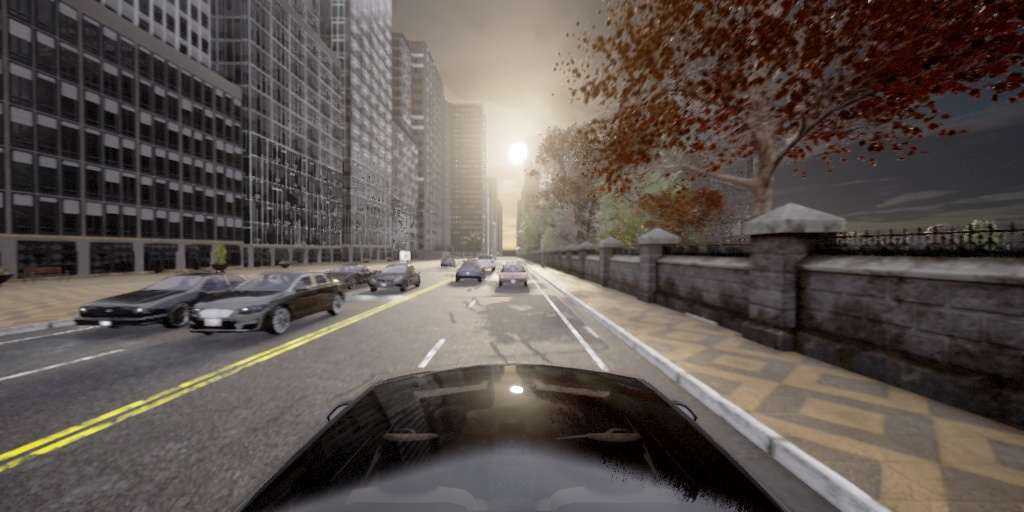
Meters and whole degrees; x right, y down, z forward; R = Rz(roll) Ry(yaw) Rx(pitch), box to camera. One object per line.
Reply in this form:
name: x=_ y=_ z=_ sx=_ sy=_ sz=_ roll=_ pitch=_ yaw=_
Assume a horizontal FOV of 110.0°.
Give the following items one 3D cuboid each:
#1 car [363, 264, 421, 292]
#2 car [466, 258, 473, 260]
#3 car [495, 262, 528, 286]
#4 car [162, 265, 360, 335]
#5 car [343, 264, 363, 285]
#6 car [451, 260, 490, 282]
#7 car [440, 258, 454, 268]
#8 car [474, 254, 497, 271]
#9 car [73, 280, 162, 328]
car: x=-6.538 y=1.190 z=20.648 sx=1.812 sy=1.442 sz=4.674 roll=0 pitch=0 yaw=1
car: x=-6.469 y=1.095 z=56.298 sx=2.033 sy=1.411 sz=5.357 roll=0 pitch=0 yaw=1
car: x=0.082 y=1.268 z=24.030 sx=1.895 sy=1.301 sz=4.718 roll=0 pitch=0 yaw=0
car: x=-6.581 y=1.194 z=10.355 sx=2.128 sy=1.511 sz=4.902 roll=0 pitch=0 yaw=0
car: x=-9.778 y=1.200 z=21.739 sx=2.033 sy=1.411 sz=5.357 roll=0 pitch=0 yaw=1
car: x=-3.140 y=1.208 z=28.029 sx=1.994 sy=1.385 sz=4.181 roll=0 pitch=0 yaw=2
car: x=-9.737 y=1.058 z=54.917 sx=1.837 sy=1.490 sz=4.892 roll=0 pitch=0 yaw=1
car: x=-3.109 y=0.812 z=44.580 sx=2.150 sy=2.045 sz=5.566 roll=0 pitch=0 yaw=0
car: x=-9.832 y=1.238 z=11.339 sx=2.033 sy=1.411 sz=5.357 roll=0 pitch=0 yaw=0
